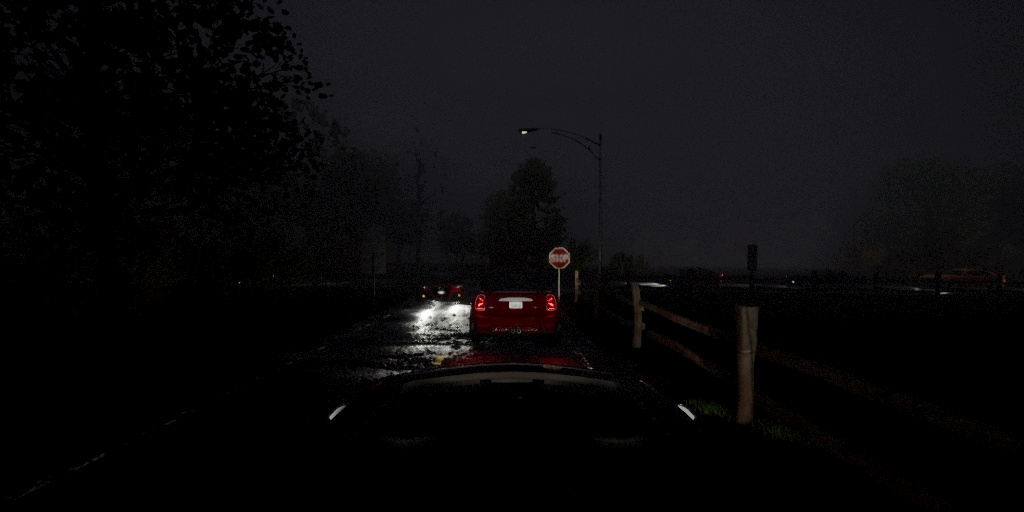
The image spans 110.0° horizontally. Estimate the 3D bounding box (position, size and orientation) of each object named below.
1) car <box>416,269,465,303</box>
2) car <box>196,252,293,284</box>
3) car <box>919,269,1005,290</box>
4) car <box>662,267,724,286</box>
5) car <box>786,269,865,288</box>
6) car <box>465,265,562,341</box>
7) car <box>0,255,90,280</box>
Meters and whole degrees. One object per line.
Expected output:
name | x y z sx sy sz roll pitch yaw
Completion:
car | -3.277 1.310 16.642 1.994 1.385 4.181 0 0 -12
car | -17.878 0.752 24.023 5.566 2.045 2.150 1 1 0
car | 33.948 1.701 27.120 5.008 1.535 1.882 1 1 0
car | 13.613 1.495 27.111 4.181 1.385 1.994 1 1 -1
car | 23.483 1.673 27.118 4.718 1.301 1.895 1 1 0
car | 0.081 1.100 10.015 2.097 1.767 4.553 0 0 0
car | -31.335 0.702 23.946 4.553 1.767 2.097 1 1 0
